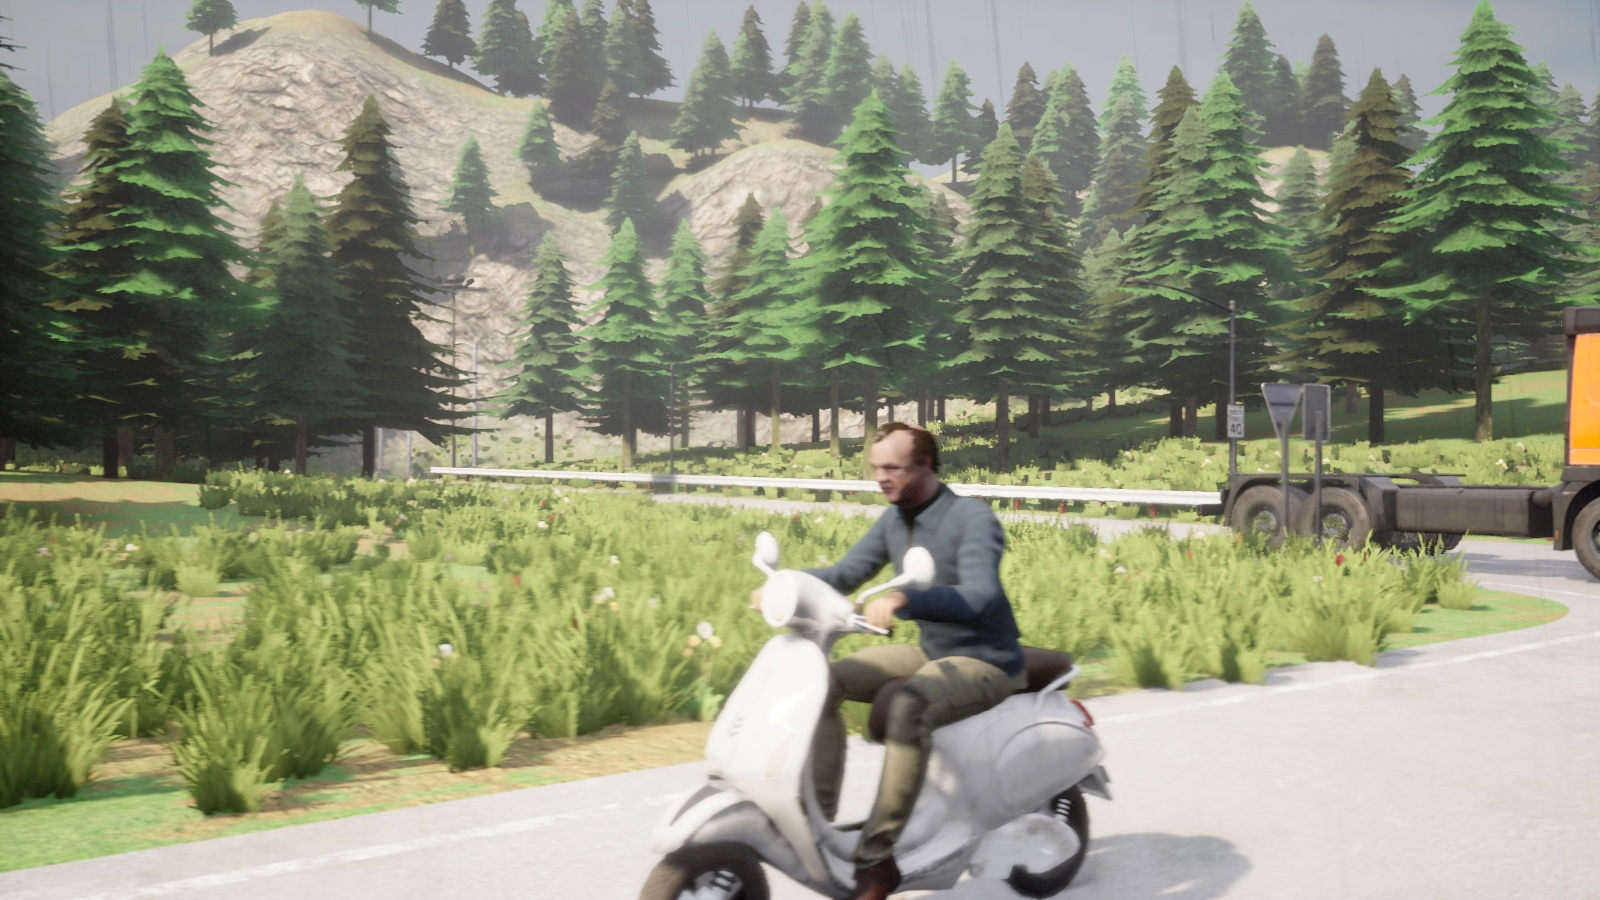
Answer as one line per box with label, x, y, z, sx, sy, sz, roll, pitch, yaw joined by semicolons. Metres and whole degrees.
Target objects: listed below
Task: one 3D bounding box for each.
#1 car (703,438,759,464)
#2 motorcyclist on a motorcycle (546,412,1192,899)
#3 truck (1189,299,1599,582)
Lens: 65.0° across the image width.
car;-4.818;0.055;87.680;3.633;1.501;1.845;-5;0;-7
motorcyclist on a motorcycle;0.252;0.706;3.830;1.817;1.590;0.866;0;0;-35
truck;9.760;-0.092;17.882;2.891;3.462;7.936;0;-1;-35
